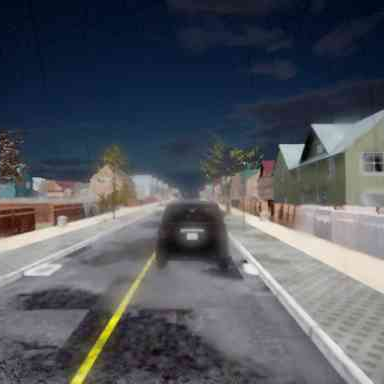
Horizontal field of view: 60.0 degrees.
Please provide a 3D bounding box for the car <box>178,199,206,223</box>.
[{"bbox_3d":[0.042,1.489,27.396,2.097,1.767,4.553,0,0,0],"label":"car"}]

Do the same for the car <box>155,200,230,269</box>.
[{"bbox_3d":[0.036,1.279,11.539,2.150,2.045,5.566,0,0,1],"label":"car"}]

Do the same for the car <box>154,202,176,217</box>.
[{"bbox_3d":[-2.792,1.782,35.107,1.895,1.301,4.718,0,0,1],"label":"car"}]
